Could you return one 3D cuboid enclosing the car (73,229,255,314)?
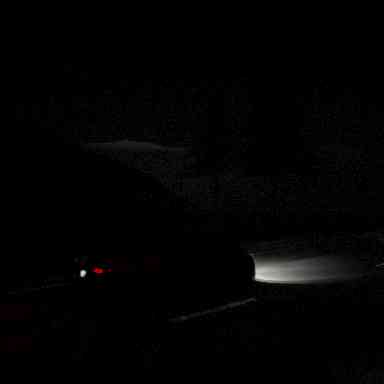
[{"bbox_3d":[-0.513,1.562,7.687,4.181,1.385,1.994,0,0,-36],"label":"car"}]
